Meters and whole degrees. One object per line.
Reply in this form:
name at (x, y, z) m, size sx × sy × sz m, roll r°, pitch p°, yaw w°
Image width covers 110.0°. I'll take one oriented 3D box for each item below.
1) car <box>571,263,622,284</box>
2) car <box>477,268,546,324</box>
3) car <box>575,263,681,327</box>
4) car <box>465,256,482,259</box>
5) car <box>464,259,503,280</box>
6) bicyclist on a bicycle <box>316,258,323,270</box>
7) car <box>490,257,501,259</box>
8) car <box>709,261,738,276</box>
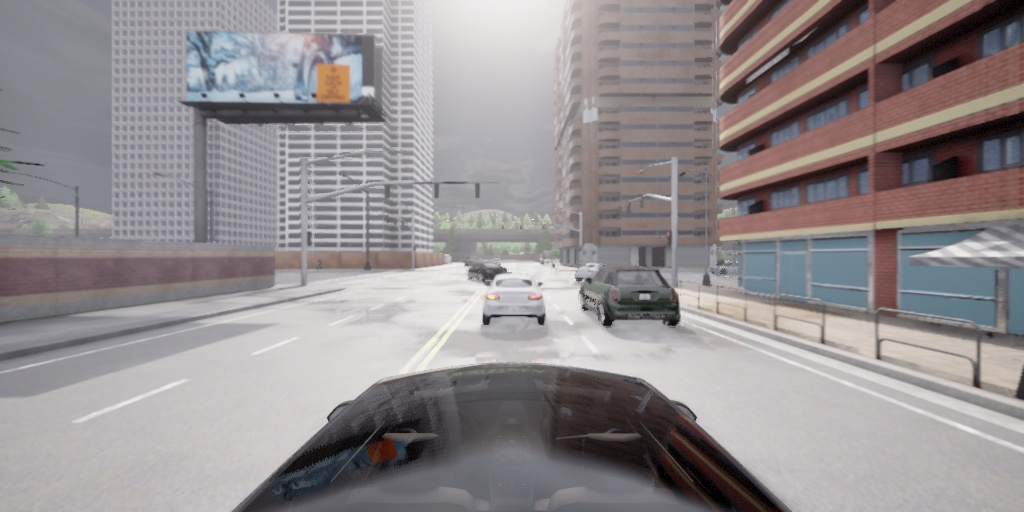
car at (6.662, 1.271, 27.916) m, size 1.812 × 1.442 × 4.674 m, roll -1°, pitch -1°, yaw 41°
car at (0.063, 1.275, 11.787) m, size 1.812 × 1.442 × 4.674 m, roll 0°, pitch -1°, yaw 0°
car at (3.560, 1.100, 11.693) m, size 2.097 × 1.767 × 4.553 m, roll 0°, pitch 0°, yaw 0°
car at (-7.023, 0.960, 62.970) m, size 2.150 × 2.045 × 5.566 m, roll 0°, pitch 0°, yaw 0°
car at (-2.136, 1.223, 28.975) m, size 1.882 × 1.535 × 5.008 m, roll 1°, pitch 0°, yaw -25°
bicyclist on a bicycle at (-25.647, 1.044, 47.747) m, size 0.582 × 1.620 × 1.656 m, roll 0°, pitch 0°, yaw 0°
car at (-3.521, 1.286, 63.301) m, size 2.033 × 1.411 × 5.357 m, roll 0°, pitch 0°, yaw 0°
car at (22.739, 1.268, 36.679) m, size 4.674 × 1.442 × 1.812 m, roll 0°, pitch 0°, yaw 1°
